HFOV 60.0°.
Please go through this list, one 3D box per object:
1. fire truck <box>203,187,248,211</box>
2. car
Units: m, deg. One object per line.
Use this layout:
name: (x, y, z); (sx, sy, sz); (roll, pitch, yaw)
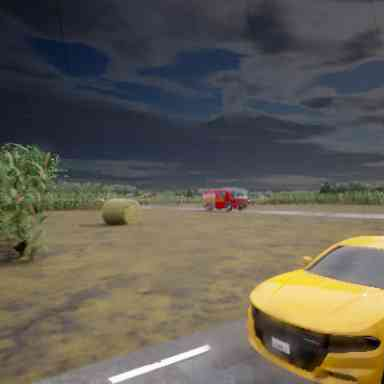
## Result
fire truck: (5.387, 1.170, 55.239); (2.891, 3.827, 8.468); (0, -1, -35)
car: (3.046, 1.484, 5.245); (5.008, 1.535, 1.882); (0, 0, -36)
